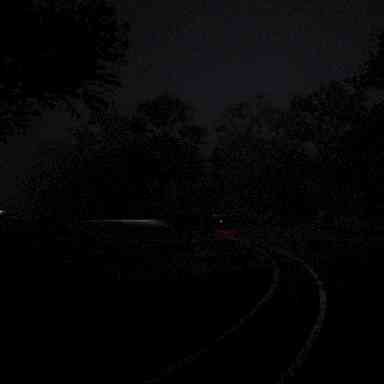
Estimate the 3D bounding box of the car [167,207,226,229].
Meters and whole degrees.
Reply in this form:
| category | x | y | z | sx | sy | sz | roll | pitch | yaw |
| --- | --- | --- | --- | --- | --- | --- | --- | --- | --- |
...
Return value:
| category | x | y | z | sx | sy | sz | roll | pitch | yaw |
| --- | --- | --- | --- | --- | --- | --- | --- | --- | --- |
| car | 0.225 | 1.855 | 24.617 | 4.902 | 1.511 | 2.128 | -1 | -1 | 42 |

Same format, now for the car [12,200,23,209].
| category | x | y | z | sx | sy | sz | roll | pitch | yaw |
| --- | --- | --- | --- | --- | --- | --- | --- | --- | --- |
| car | -38.093 | 2.650 | 72.551 | 2.097 | 1.767 | 4.553 | 0 | -1 | -27 |

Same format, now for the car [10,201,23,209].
| category | x | y | z | sx | sy | sz | roll | pitch | yaw |
| --- | --- | --- | --- | --- | --- | --- | --- | --- | --- |
| car | -31.144 | 2.582 | 58.821 | 1.812 | 1.442 | 4.674 | 0 | -1 | -27 |
